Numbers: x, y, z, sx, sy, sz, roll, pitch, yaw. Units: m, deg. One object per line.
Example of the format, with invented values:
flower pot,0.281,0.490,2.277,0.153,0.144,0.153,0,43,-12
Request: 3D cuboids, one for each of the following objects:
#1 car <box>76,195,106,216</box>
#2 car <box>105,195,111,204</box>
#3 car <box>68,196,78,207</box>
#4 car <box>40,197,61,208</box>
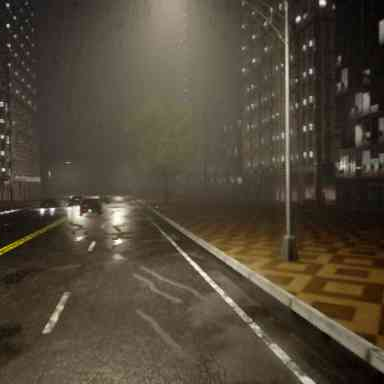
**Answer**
car,-9.276,1.340,30.899,1.837,1.490,4.892,-1,0,-12
car,-13.902,1.234,52.837,2.033,1.411,5.357,-1,1,-12
car,-16.012,1.302,46.575,1.837,1.490,4.892,-1,0,-12
car,-18.959,1.431,44.727,1.994,1.385,4.181,-1,1,-11
